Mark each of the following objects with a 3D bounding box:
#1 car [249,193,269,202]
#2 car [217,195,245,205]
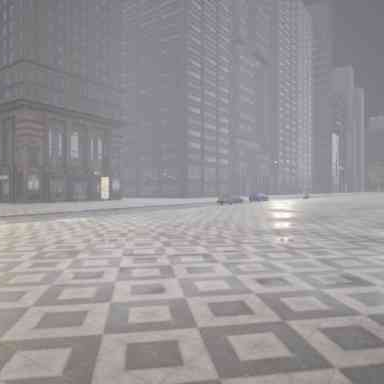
[{"bbox_3d":[11.160,0.906,55.108,1.882,1.535,5.008,0,1,35],"label":"car"},{"bbox_3d":[5.544,1.064,47.133,2.033,1.411,5.357,0,1,36],"label":"car"}]
